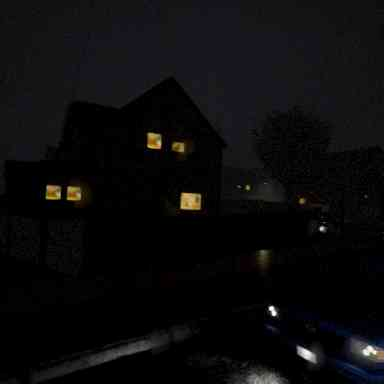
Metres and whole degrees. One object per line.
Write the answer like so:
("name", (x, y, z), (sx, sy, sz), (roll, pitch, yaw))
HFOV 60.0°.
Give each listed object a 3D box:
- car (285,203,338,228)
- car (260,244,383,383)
("car", (7.378, 1.513, 22.622), (1.882, 1.535, 5.008), (4, -2, -33))
("car", (3.658, 1.577, 5.374), (5.357, 1.411, 2.033), (0, 0, -31))
